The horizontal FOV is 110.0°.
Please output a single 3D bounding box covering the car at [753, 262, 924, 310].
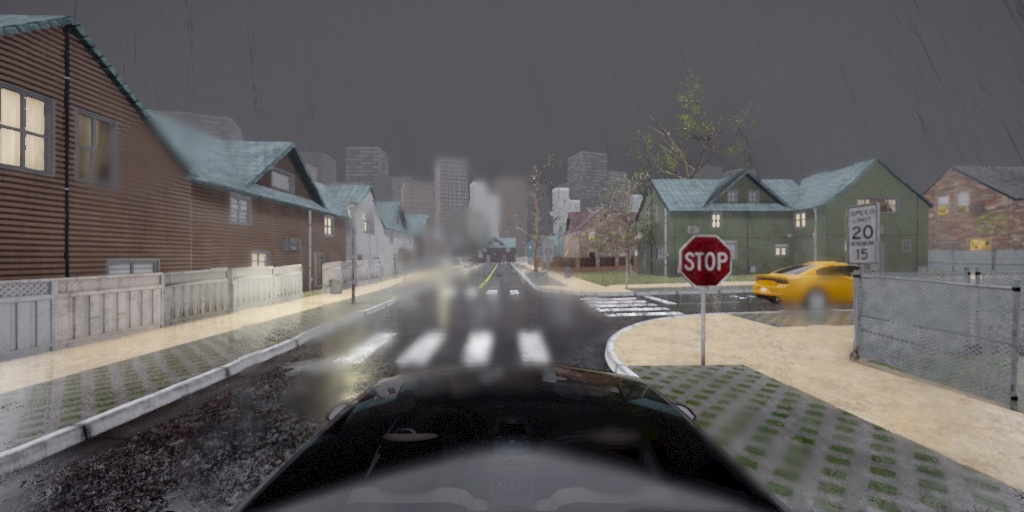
[{"bbox_3d":[11.252,0.958,12.516,5.008,1.535,1.882,-1,0,0],"label":"car"}]
